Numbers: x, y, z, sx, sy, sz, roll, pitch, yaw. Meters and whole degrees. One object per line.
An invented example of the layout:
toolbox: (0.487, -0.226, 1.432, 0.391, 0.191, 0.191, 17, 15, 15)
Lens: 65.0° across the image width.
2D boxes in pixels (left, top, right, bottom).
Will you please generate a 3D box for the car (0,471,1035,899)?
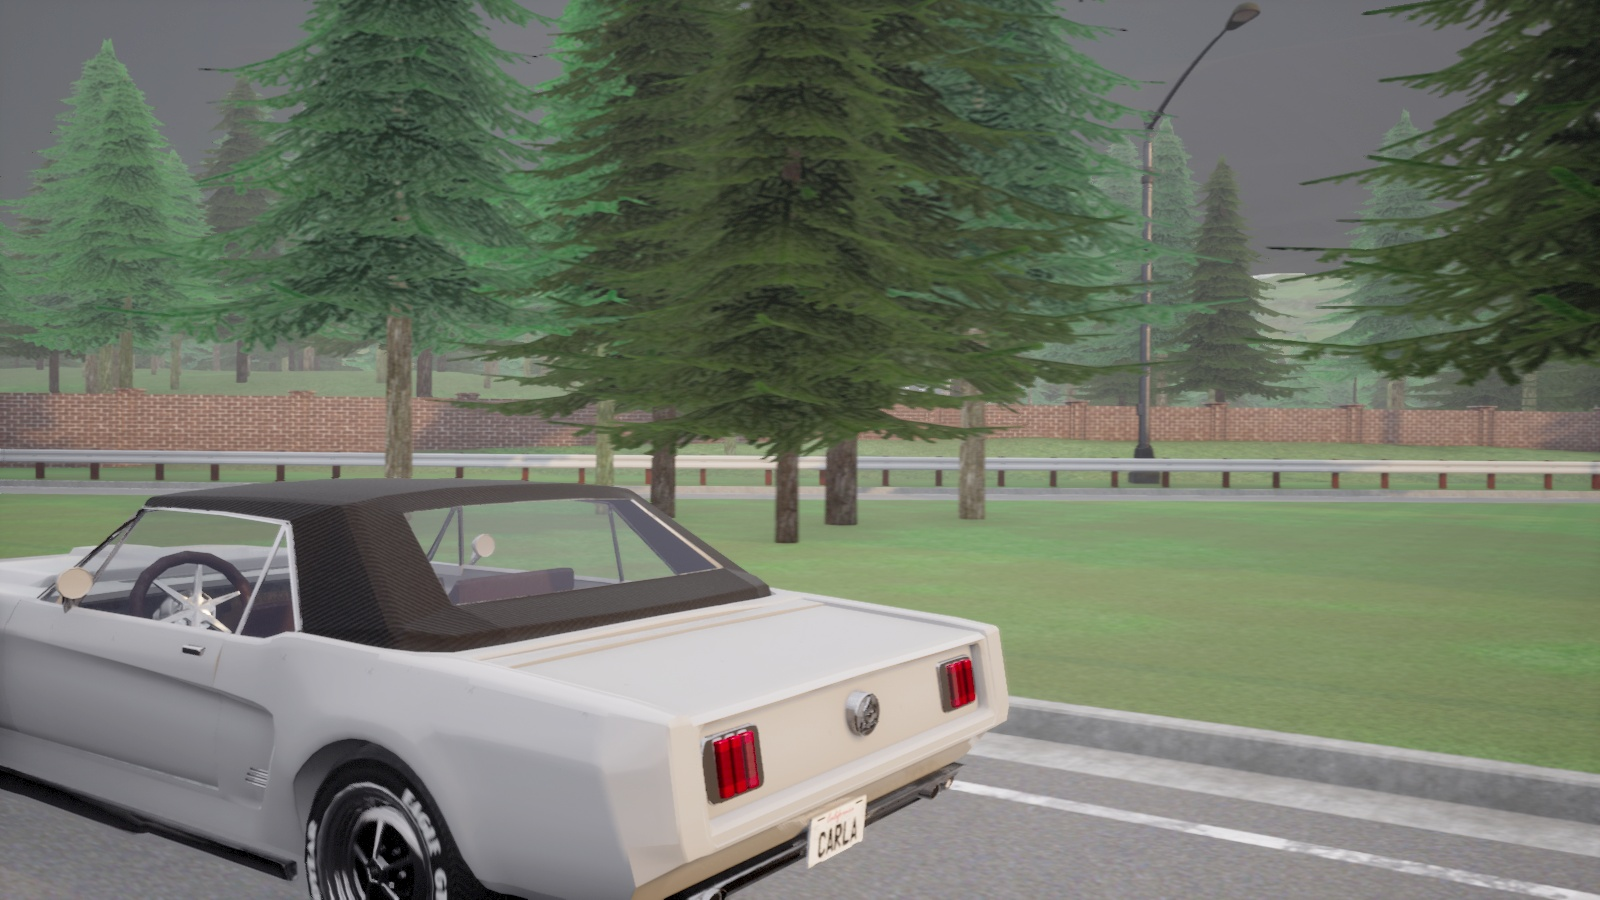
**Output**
car: (-1.701, 0.782, 4.752, 4.718, 1.301, 1.895, 0, 1, 34)
